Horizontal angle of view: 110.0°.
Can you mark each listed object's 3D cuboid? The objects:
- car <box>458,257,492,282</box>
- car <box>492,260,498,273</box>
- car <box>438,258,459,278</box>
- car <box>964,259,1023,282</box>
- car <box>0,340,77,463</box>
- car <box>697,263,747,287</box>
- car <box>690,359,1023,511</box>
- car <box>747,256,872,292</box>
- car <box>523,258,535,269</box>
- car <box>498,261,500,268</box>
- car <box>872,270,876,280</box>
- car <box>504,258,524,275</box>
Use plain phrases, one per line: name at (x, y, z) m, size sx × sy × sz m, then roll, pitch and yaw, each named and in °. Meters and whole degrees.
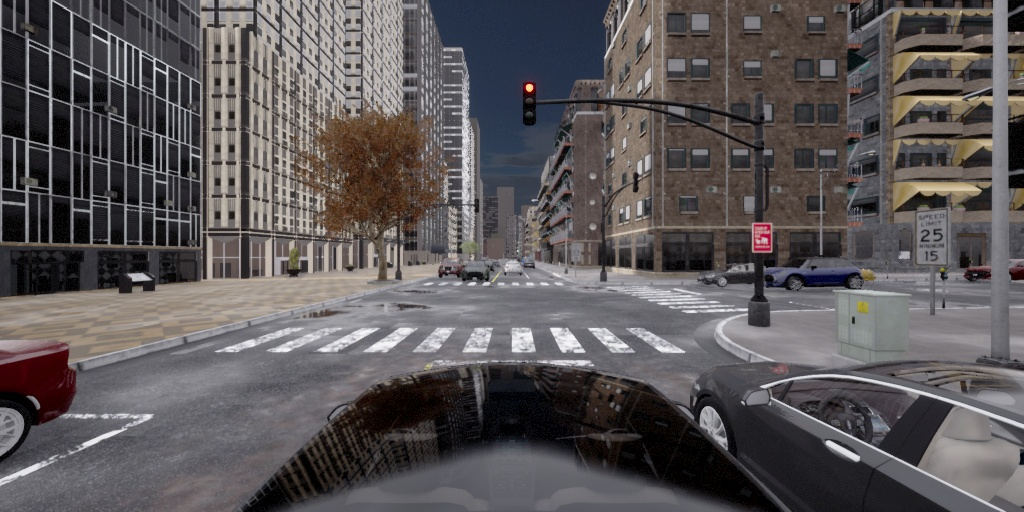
car at (-2.888, 1.111, 28.885) m, size 2.097 × 1.767 × 4.553 m, roll 0°, pitch 0°, yaw -3°
car at (-3.101, 1.278, 44.975) m, size 1.837 × 1.490 × 4.892 m, roll 0°, pitch -1°, yaw 0°
car at (-5.695, 1.078, 34.418) m, size 2.192 × 1.841 × 5.009 m, roll 0°, pitch 0°, yaw 0°
car at (30.135, 0.858, 21.618) m, size 4.507 × 1.381 × 1.888 m, roll 0°, pitch 0°, yaw -1°
car at (-5.692, 1.295, 2.030) m, size 1.888 × 1.381 × 4.507 m, roll 0°, pitch 0°, yaw 0°
car at (13.433, 1.095, 21.448) m, size 4.403 × 1.370 × 2.007 m, roll 0°, pitch 0°, yaw -1°
car at (2.688, 1.300, 2.031) m, size 2.007 × 1.370 × 4.403 m, roll 0°, pitch 0°, yaw 0°
car at (15.489, 0.869, 18.879) m, size 4.553 × 1.767 × 2.097 m, roll -1°, pitch 0°, yaw -1°
car at (2.685, 1.348, 56.509) m, size 1.948 × 1.339 × 4.313 m, roll 0°, pitch 0°, yaw 0°
car at (-3.063, 1.353, 61.630) m, size 1.994 × 1.385 × 4.181 m, roll 0°, pitch 0°, yaw 0°
car at (18.830, 0.992, 21.503) m, size 4.829 × 1.417 × 1.751 m, roll 0°, pitch 0°, yaw -1°
car at (0.098, 1.293, 40.140) m, size 1.812 × 1.442 × 4.674 m, roll 0°, pitch 0°, yaw 0°
